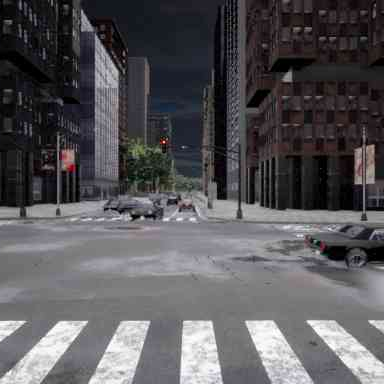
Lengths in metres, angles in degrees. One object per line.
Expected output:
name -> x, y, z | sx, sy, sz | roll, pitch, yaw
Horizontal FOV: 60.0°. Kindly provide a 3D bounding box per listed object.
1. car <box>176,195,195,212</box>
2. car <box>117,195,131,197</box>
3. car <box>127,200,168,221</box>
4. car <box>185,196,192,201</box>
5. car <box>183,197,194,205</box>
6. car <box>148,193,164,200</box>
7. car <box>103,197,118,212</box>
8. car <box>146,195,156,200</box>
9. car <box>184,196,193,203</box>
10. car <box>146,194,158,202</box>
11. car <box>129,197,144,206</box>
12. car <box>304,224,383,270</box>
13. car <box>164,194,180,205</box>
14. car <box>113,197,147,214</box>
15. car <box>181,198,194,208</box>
car -> -0.563, 1.448, 38.950 | 1.967, 1.590, 4.097 | 0, 0, 0
car -> -9.118, 1.335, 44.334 | 2.192, 1.841, 5.009 | 0, 0, 0
car -> -3.507, 1.581, 26.940 | 1.895, 1.301, 4.718 | 0, 0, 5
car -> -0.852, 1.695, 93.199 | 1.887, 1.381, 4.507 | 0, 0, 0
car -> -0.678, 1.603, 60.649 | 1.887, 1.381, 4.507 | 0, 0, 0
car -> -6.499, 1.268, 55.909 | 2.150, 2.045, 5.566 | 0, 0, -1
car -> -9.088, 1.574, 38.907 | 1.947, 1.339, 4.313 | 0, 0, 0
car -> -6.455, 1.548, 45.266 | 1.812, 1.442, 4.674 | 0, 0, 0
car -> -0.736, 1.612, 71.669 | 1.752, 1.417, 4.829 | 0, 0, 0
car -> -9.290, 1.417, 76.889 | 2.192, 1.841, 5.009 | 0, 0, 0
car -> -9.173, 1.570, 55.015 | 1.752, 1.417, 4.829 | 0, 0, 0
car -> 6.324, 1.723, 10.902 | 4.718, 1.301, 1.895 | 1, 0, 0
car -> -3.331, 1.532, 59.017 | 1.882, 1.535, 5.008 | 0, 0, 0
car -> -6.402, 1.547, 35.040 | 2.033, 1.411, 5.357 | 0, 0, 0
car -> -0.620, 1.614, 49.799 | 1.802, 1.307, 4.206 | 0, 0, 0
